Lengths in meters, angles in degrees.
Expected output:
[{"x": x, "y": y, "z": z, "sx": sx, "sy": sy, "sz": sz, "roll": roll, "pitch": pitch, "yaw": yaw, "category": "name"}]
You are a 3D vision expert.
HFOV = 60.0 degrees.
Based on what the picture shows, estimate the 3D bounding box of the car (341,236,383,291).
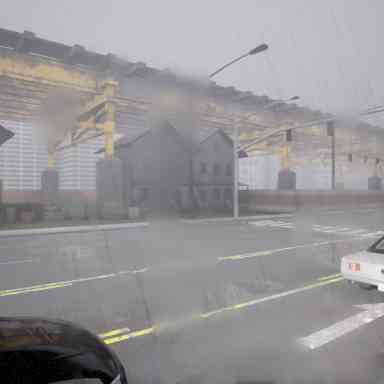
[{"x": 5.616, "y": 1.601, "z": 7.776, "sx": 4.718, "sy": 1.301, "sz": 1.895, "roll": 0, "pitch": 0, "yaw": -35, "category": "car"}]

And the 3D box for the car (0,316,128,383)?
[{"x": -2.739, "y": 1.492, "z": 1.793, "sx": 4.902, "sy": 1.511, "sz": 2.128, "roll": 0, "pitch": 0, "yaw": -35, "category": "car"}]
